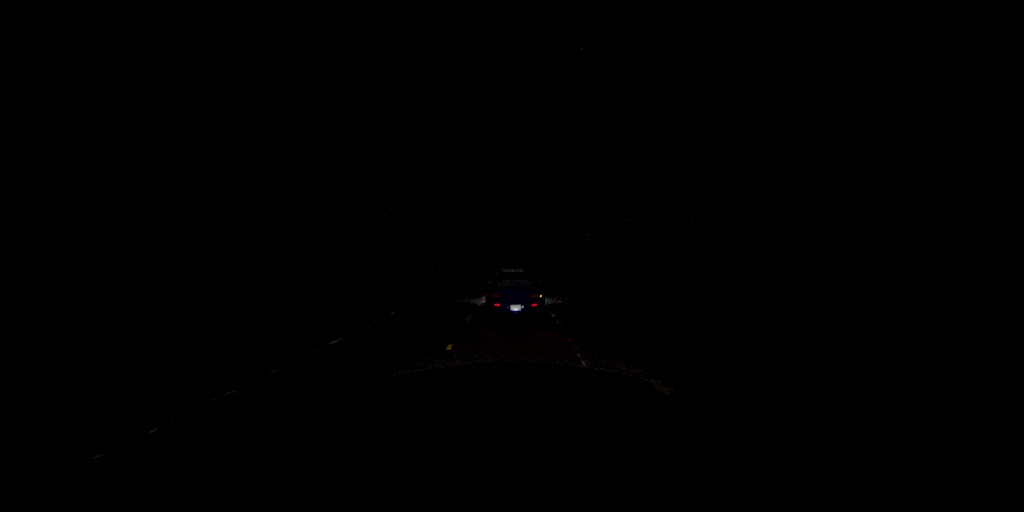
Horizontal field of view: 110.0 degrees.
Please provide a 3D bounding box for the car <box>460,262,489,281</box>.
[{"bbox_3d":[-2.783,1.128,27.396,1.895,1.301,4.718,0,0,0],"label":"car"}]

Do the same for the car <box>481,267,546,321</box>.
[{"bbox_3d":[0.103,1.265,12.275,1.812,1.442,4.674,0,0,0],"label":"car"}]

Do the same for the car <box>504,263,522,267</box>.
[{"bbox_3d":[0.053,1.311,31.980,1.895,1.301,4.718,0,0,0],"label":"car"}]
